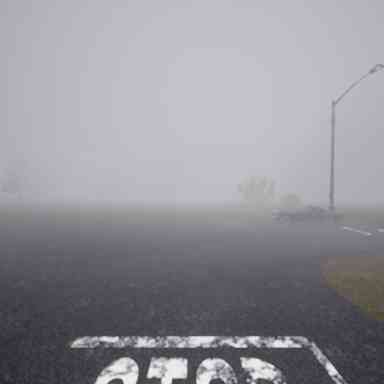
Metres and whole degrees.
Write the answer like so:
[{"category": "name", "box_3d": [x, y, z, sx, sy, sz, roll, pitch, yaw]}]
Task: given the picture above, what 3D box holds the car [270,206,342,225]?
[{"category": "car", "box_3d": [8.048, 1.646, 23.888, 4.718, 1.301, 1.895, 1, 1, 0]}]
